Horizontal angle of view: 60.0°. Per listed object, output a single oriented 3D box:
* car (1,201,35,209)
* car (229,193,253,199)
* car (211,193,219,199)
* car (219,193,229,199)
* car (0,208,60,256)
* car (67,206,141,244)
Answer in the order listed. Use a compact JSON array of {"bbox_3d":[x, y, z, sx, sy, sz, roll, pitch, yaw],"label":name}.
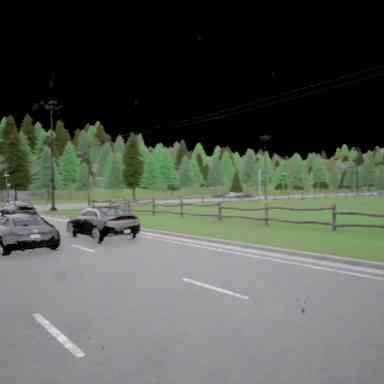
[{"bbox_3d":[-14.135,1.513,27.086,1.837,1.490,4.892,-1,1,-41],"label":"car"},{"bbox_3d":[11.617,0.864,75.682,5.357,1.411,2.033,-1,0,-40],"label":"car"},{"bbox_3d":[7.092,0.890,81.022,5.357,1.411,2.033,-1,0,-40],"label":"car"},{"bbox_3d":[9.354,0.861,78.352,4.674,1.442,1.812,-1,0,-40],"label":"car"},{"bbox_3d":[-6.903,1.563,13.412,1.994,1.385,4.181,-1,1,-41],"label":"car"},{"bbox_3d":[-4.303,1.440,15.754,2.128,1.511,4.902,-1,1,-41],"label":"car"}]
